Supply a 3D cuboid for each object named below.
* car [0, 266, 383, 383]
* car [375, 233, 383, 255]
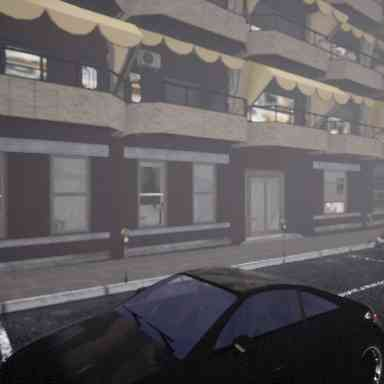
[{"bbox_3d":[0.234,1.583,3.529,4.181,1.385,1.994,1,0,-35],"label":"car"},{"bbox_3d":[8.672,1.693,12.698,4.206,1.307,1.802,1,-1,-35],"label":"car"}]
